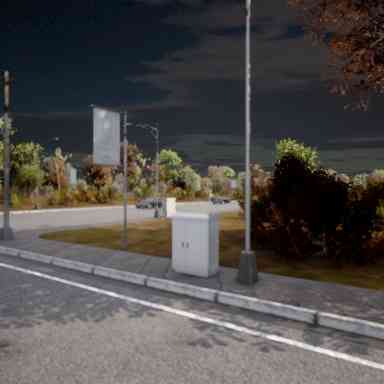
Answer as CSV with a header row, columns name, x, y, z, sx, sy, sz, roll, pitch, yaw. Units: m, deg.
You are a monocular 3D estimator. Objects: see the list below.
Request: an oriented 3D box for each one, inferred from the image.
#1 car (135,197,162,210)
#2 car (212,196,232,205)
name,x,y,z,sx,sy,sz,roll,pitch,yaw
car,-5.214,1.441,42.670,1.837,1.490,4.892,0,0,33
car,5.373,1.482,59.115,1.837,1.490,4.892,0,0,33
